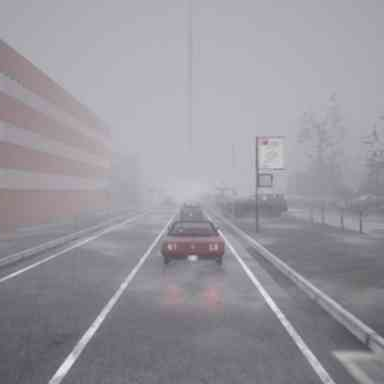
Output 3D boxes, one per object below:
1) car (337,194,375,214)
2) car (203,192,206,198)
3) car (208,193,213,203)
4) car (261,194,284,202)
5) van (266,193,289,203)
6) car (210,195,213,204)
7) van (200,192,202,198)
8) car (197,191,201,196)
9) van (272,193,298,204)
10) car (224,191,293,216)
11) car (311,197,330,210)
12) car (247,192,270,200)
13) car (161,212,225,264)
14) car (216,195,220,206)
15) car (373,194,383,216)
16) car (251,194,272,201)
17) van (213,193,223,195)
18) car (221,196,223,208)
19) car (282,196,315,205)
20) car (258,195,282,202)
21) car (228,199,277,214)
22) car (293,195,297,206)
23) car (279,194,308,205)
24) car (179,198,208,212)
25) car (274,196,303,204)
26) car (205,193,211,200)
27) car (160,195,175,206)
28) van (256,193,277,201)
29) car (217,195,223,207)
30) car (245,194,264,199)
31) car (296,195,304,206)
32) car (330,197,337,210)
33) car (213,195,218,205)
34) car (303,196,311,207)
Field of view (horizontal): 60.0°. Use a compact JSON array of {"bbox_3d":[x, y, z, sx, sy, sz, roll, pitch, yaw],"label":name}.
[{"bbox_3d":[18.690,1.205,34.623,5.566,2.045,2.435,0,0,-1],"label":"car"},{"bbox_3d":[5.570,1.217,68.091,5.566,2.045,2.435,0,0,-1],"label":"car"},{"bbox_3d":[5.930,1.463,56.792,5.366,1.575,1.946,0,0,-1],"label":"car"},{"bbox_3d":[17.975,1.343,74.147,4.553,1.767,2.185,0,0,-1],"label":"car"},{"bbox_3d":[18.176,1.242,71.204,4.442,1.987,1.878,0,0,-1],"label":"van"},{"bbox_3d":[5.793,1.506,53.964,4.674,1.452,2.002,0,0,-1],"label":"car"},{"bbox_3d":[5.253,1.120,90.711,4.442,1.987,1.878,0,1,-1],"label":"van"},{"bbox_3d":[5.057,1.045,93.532,5.566,2.045,2.435,0,1,-1],"label":"car"},{"bbox_3d":[18.273,1.241,65.554,4.442,1.987,1.878,0,0,-1],"label":"van"},{"bbox_3d":[6.173,1.201,31.361,5.566,2.045,2.435,0,0,-1],"label":"car"},{"bbox_3d":[18.560,1.464,42.968,4.892,1.521,2.231,0,0,-1],"label":"car"},{"bbox_3d":[17.729,1.140,88.280,5.566,2.045,2.435,0,1,-1],"label":"car"},{"bbox_3d":[0.036,1.625,11.851,1.895,1.301,4.718,0,0,0],"label":"car"},{"bbox_3d":[5.950,1.504,45.488,4.674,1.452,2.002,0,0,-1],"label":"car"},{"bbox_3d":[18.759,1.314,28.843,4.553,1.767,2.185,0,1,-1],"label":"car"},{"bbox_3d":[17.802,1.437,85.451,5.008,1.535,2.097,0,1,-1],"label":"car"},{"bbox_3d":[5.963,1.240,51.141,4.442,1.987,1.878,0,0,-1],"label":"van"},{"bbox_3d":[6.094,1.460,37.012,5.008,1.535,2.097,0,0,-1],"label":"car"},{"bbox_3d":[18.302,1.466,57.209,5.008,1.535,2.097,0,0,-1],"label":"car"},{"bbox_3d":[17.990,1.499,76.846,4.792,1.488,2.163,0,0,-1],"label":"car"},{"bbox_3d":[6.148,1.496,34.185,4.674,1.452,2.002,0,0,-1],"label":"car"},{"bbox_3d":[18.440,1.494,51.439,4.792,1.488,2.163,0,0,-1],"label":"car"},{"bbox_3d":[18.287,1.341,60.033,4.553,1.767,2.185,0,0,-1],"label":"car"},{"bbox_3d":[-0.043,1.538,28.272,2.128,1.511,4.902,0,0,0],"label":"car"},{"bbox_3d":[18.211,1.467,62.855,5.008,1.535,2.097,0,0,-1],"label":"car"},{"bbox_3d":[5.509,1.464,59.611,5.366,1.575,1.946,0,0,-1],"label":"car"},{"bbox_3d":[-3.646,1.289,50.750,2.097,1.767,4.553,0,-4,0],"label":"car"},{"bbox_3d":[17.790,1.244,79.669,4.442,1.987,1.878,0,0,-1],"label":"van"},{"bbox_3d":[5.996,1.504,42.662,4.674,1.452,2.002,0,0,-1],"label":"car"},{"bbox_3d":[17.627,1.322,93.931,4.792,1.488,2.163,0,1,-1],"label":"car"},{"bbox_3d":[18.457,1.464,48.615,5.008,1.535,2.097,0,0,-1],"label":"car"},{"bbox_3d":[18.675,1.461,37.323,4.892,1.521,2.231,0,0,-1],"label":"car"},{"bbox_3d":[5.868,1.494,48.313,4.792,1.488,2.163,0,0,-1],"label":"car"},{"bbox_3d":[18.508,1.464,45.792,5.008,1.535,2.097,0,0,-1],"label":"car"}]
